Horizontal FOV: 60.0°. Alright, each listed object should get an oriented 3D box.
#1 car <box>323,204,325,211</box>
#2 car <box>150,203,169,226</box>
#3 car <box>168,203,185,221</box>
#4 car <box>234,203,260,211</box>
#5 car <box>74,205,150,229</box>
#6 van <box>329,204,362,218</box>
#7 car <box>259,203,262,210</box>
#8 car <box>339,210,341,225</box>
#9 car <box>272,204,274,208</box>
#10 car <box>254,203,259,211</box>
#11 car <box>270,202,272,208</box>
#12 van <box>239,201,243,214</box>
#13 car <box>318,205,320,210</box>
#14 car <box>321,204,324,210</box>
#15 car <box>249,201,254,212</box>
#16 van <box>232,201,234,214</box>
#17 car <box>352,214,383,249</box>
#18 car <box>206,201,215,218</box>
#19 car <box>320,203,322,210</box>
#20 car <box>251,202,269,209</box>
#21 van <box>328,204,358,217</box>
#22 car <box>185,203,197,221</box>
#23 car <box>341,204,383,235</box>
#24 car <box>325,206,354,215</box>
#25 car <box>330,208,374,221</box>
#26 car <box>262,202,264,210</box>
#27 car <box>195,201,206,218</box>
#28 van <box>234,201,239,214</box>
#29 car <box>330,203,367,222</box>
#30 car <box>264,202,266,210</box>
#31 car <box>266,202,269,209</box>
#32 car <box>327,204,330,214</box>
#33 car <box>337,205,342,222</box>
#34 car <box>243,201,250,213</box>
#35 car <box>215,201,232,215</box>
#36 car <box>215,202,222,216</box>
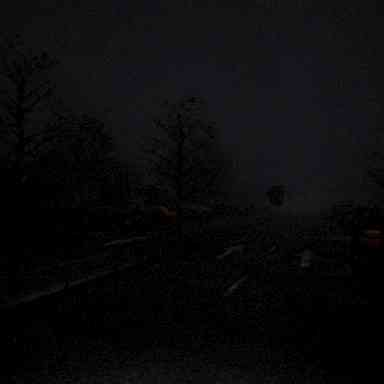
[{"bbox_3d":[29.360,3.705,65.547,5.008,1.535,2.097,3,-1,0],"label":"car"},{"bbox_3d":[-4.592,1.841,26.804,4.892,1.521,2.231,1,-1,1],"label":"car"},{"bbox_3d":[-3.587,1.935,29.976,5.366,1.575,1.946,1,-1,1],"label":"car"},{"bbox_3d":[11.505,3.225,69.747,4.892,1.521,2.231,1,-1,0],"label":"car"},{"bbox_3d":[-5.800,1.737,23.633,4.892,1.521,2.231,1,-2,1],"label":"car"},{"bbox_3d":[25.049,3.115,54.259,4.442,1.987,1.878,3,-1,1],"label":"van"},{"bbox_3d":[10.660,3.135,66.967,5.366,1.575,1.946,1,-2,0],"label":"car"},{"bbox_3d":[13.492,2.352,23.321,5.008,1.535,2.097,3,-1,1],"label":"car"},{"bbox_3d":[18.996,3.919,92.154,5.366,1.575,1.946,1,-1,-2],"label":"car"},{"bbox_3d":[9.418,2.793,64.182,5.566,2.045,2.435,1,-1,1],"label":"car"},{"bbox_3d":[17.365,3.753,86.529,5.008,1.535,2.097,1,-1,-1],"label":"car"},{"bbox_3d":[5.387,2.462,53.046,4.442,1.987,1.878,1,-2,1],"label":"van"},{"bbox_3d":[36.222,4.066,85.531,5.566,2.045,2.435,3,-1,-2],"label":"car"},{"bbox_3d":[33.381,4.058,76.939,5.008,1.535,2.097,3,-1,-1],"label":"car"},{"bbox_3d":[8.428,2.985,61.396,4.792,1.488,2.163,1,-2,1],"label":"car"},{"bbox_3d":[3.299,2.283,47.471,4.442,1.987,1.878,1,-2,1],"label":"van"},{"bbox_3d":[10.451,2.058,14.853,5.366,1.575,1.946,3,-1,1],"label":"car"},{"bbox_3d":[0.072,2.112,39.108,4.553,1.767,2.185,1,-1,1],"label":"car"},{"bbox_3d":[35.311,4.233,82.658,5.008,1.535,2.097,3,-1,-2],"label":"car"},{"bbox_3d":[18.249,3.714,89.352,4.553,1.767,2.185,1,-2,-2],"label":"car"},{"bbox_3d":[27.159,3.295,59.900,4.442,1.987,1.878,3,-1,0],"label":"van"},{"bbox_3d":[-2.178,2.075,33.157,4.792,1.488,2.163,1,-2,1],"label":"car"},{"bbox_3d":[11.379,1.909,17.689,5.566,2.045,2.435,3,-1,1],"label":"car"},{"bbox_3d":[30.369,3.795,68.391,4.892,1.521,2.231,3,-1,0],"label":"car"},{"bbox_3d":[21.986,3.075,45.820,5.008,1.535,2.097,3,-1,1],"label":"car"},{"bbox_3d":[12.546,3.188,72.539,4.553,1.767,2.185,1,-1,0],"label":"car"},{"bbox_3d":[-1.039,2.021,36.331,4.553,1.767,2.185,1,-2,1],"label":"car"},{"bbox_3d":[4.342,2.373,50.258,4.442,1.987,1.878,1,-2,1],"label":"van"},{"bbox_3d":[16.674,2.371,31.759,5.566,2.045,2.435,3,-1,1],"label":"car"},{"bbox_3d":[13.522,3.402,75.325,5.008,1.535,2.097,1,-1,0],"label":"car"},{"bbox_3d":[15.435,3.607,80.914,4.792,1.488,2.163,1,-1,-1],"label":"car"},{"bbox_3d":[18.793,2.552,37.385,5.566,2.045,2.435,3,-1,1],"label":"car"},{"bbox_3d":[15.601,2.407,28.959,4.553,1.767,2.185,3,-1,1],"label":"car"},{"bbox_3d":[6.498,2.776,55.823,5.366,1.575,1.946,1,-2,1],"label":"car"},{"bbox_3d":[2.107,2.165,44.683,5.566,2.045,2.435,1,-1,1],"label":"car"},{"bbox_3d":[1.082,2.367,41.896,4.674,1.452,2.002,1,-2,1],"label":"car"}]
